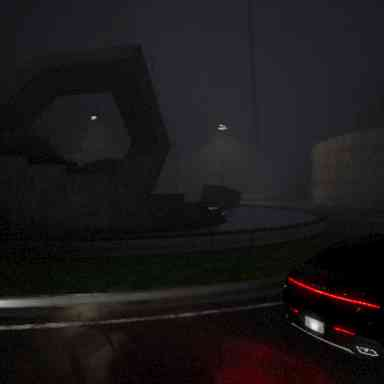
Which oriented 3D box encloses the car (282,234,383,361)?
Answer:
[{"bbox_3d":[3.715,1.464,5.502,4.892,1.490,1.837,0,1,-29],"label":"car"}]
